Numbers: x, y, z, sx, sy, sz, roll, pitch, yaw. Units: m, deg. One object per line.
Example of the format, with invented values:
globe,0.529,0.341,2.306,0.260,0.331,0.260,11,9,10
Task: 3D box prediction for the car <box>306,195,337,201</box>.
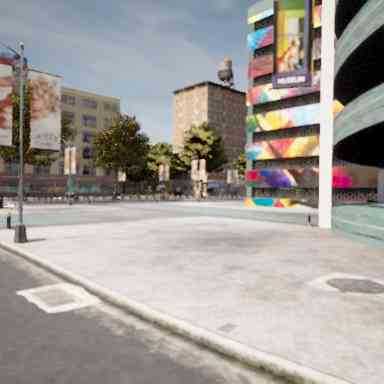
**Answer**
car,15.017,1.117,39.753,4.674,1.452,2.002,0,1,-43
